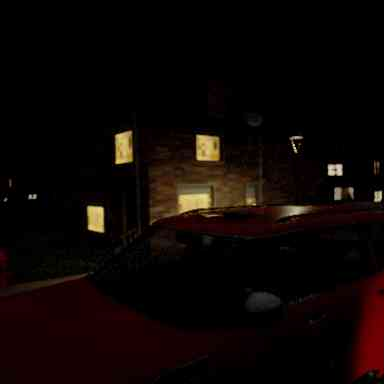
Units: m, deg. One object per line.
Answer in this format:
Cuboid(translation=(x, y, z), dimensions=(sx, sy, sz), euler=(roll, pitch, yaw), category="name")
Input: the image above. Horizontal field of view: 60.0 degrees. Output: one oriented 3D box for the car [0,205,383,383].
Cuboid(translation=(0.459, 1.206, 3.494), dimensions=(5.566, 2.045, 2.150), euler=(0, 0, -36), category="car")
